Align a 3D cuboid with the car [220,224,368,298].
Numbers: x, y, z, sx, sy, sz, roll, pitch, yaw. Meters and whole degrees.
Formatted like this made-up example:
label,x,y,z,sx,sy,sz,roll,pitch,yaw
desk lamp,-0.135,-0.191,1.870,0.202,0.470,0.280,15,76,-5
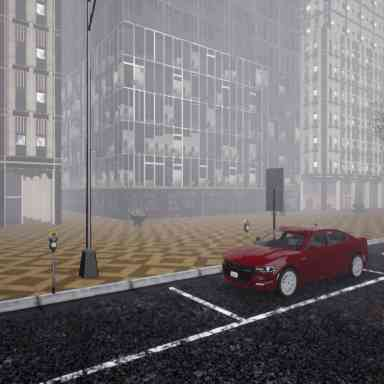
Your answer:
label,x,y,z,sx,sy,sz,roll,pitch,yaw
car,2.743,1.545,8.529,4.507,1.381,1.887,0,0,-36
